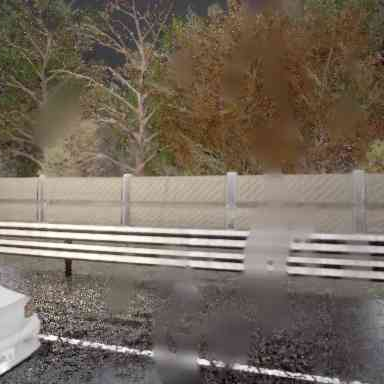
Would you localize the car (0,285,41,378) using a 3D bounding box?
[{"bbox_3d":[-4.114,1.524,4.089,4.674,1.442,1.812,0,0,18],"label":"car"}]
